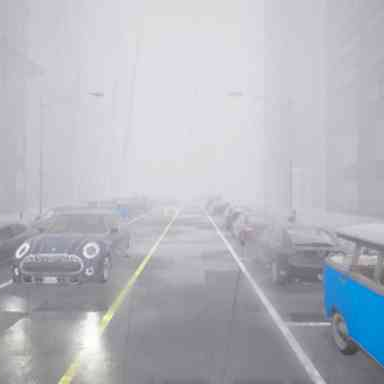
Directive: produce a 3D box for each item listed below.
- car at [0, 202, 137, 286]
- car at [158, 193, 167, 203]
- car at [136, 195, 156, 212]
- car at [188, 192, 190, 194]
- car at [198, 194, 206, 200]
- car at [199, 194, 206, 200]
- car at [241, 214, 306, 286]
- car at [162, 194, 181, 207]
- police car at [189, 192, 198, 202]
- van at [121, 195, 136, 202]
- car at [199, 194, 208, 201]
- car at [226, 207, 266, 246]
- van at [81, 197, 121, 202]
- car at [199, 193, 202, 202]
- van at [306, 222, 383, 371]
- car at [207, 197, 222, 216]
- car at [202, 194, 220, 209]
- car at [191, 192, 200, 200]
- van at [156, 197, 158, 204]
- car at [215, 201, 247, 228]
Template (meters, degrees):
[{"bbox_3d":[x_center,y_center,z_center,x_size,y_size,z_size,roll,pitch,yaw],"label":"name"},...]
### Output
[{"bbox_3d":[-3.100,1.329,9.508,2.097,1.767,4.553,0,0,0],"label":"car"},{"bbox_3d":[-5.755,1.437,59.841,1.887,1.381,4.507,0,0,0],"label":"car"},{"bbox_3d":[-5.759,1.239,37.293,2.192,1.841,5.009,0,0,0],"label":"car"},{"bbox_3d":[0.786,1.220,82.390,2.097,1.767,4.553,0,0,-1],"label":"car"},{"bbox_3d":[2.775,1.408,93.670,2.008,1.369,4.403,0,0,0],"label":"car"},{"bbox_3d":[2.774,1.388,88.204,1.752,1.417,4.829,0,0,0],"label":"car"},{"bbox_3d":[2.762,1.529,9.127,2.008,1.369,4.403,0,0,0],"label":"car"},{"bbox_3d":[-3.071,1.430,50.010,1.812,1.442,4.674,0,0,0],"label":"car"},{"bbox_3d":[0.912,1.304,72.550,1.930,1.638,5.238,0,0,0],"label":"police car"},{"bbox_3d":[-5.761,1.285,26.021,1.690,1.788,3.998,0,0,0],"label":"van"},{"bbox_3d":[2.773,1.308,82.398,1.967,1.590,4.097,0,0,0],"label":"car"},{"bbox_3d":[2.763,1.548,14.763,1.802,1.307,4.206,0,0,0],"label":"car"},{"bbox_3d":[-5.762,1.296,20.384,1.690,1.788,3.998,0,0,0],"label":"van"},{"bbox_3d":[2.771,1.411,65.659,1.752,1.417,4.829,0,0,0],"label":"car"},{"bbox_3d":[2.761,1.332,3.490,1.690,1.788,3.998,0,0,0],"label":"van"},{"bbox_3d":[2.766,1.479,31.671,1.887,1.381,4.507,0,0,0],"label":"car"},{"bbox_3d":[2.767,1.230,42.943,2.192,1.841,5.009,0,0,0],"label":"car"},{"bbox_3d":[0.872,1.085,88.471,2.150,2.045,5.566,0,0,0],"label":"car"},{"bbox_3d":[-5.758,1.256,42.930,1.690,1.788,3.998,0,0,0],"label":"van"},{"bbox_3d":[2.764,1.506,20.399,2.008,1.369,4.403,0,0,0],"label":"car"}]
